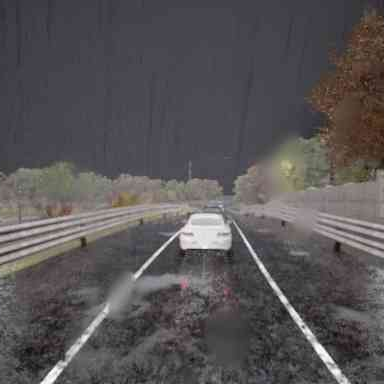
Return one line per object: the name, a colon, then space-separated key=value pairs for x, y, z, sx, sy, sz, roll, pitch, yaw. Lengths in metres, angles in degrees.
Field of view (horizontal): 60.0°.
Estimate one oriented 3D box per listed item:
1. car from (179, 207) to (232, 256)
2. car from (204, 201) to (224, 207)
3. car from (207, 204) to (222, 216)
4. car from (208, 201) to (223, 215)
car: x=0.578 y=1.526 z=13.005 sx=1.812 sy=1.442 sz=4.674 roll=0 pitch=0 yaw=4
car: x=1.943 y=1.799 z=31.347 sx=2.128 sy=1.511 sz=4.902 roll=0 pitch=-2 yaw=4
car: x=3.024 y=2.418 z=44.116 sx=1.812 sy=1.442 sz=4.674 roll=0 pitch=-3 yaw=5
car: x=3.648 y=2.526 z=50.611 sx=2.150 sy=2.045 sz=5.566 roll=0 pitch=-4 yaw=6
